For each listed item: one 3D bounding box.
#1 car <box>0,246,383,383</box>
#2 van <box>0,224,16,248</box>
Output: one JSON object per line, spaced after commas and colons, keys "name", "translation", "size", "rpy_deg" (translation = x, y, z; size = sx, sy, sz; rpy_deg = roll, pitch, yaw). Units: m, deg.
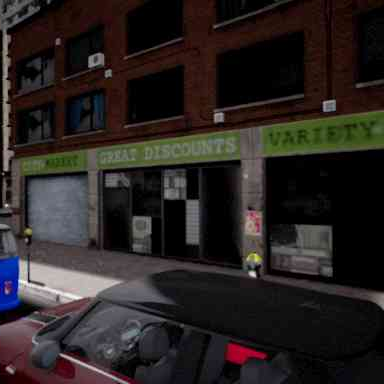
{"name": "car", "translation": [-0.256, 1.449, 2.909], "size": [4.097, 1.590, 1.967], "rpy_deg": [0, 0, 36]}
{"name": "van", "translation": [-4.889, 1.381, 6.214], "size": [3.998, 1.788, 1.690], "rpy_deg": [0, 0, 36]}
